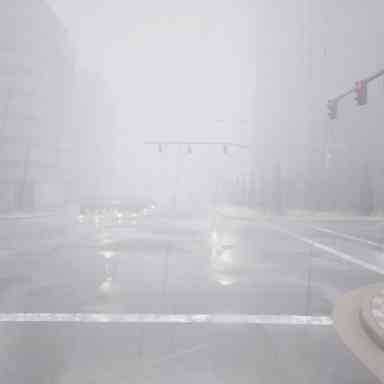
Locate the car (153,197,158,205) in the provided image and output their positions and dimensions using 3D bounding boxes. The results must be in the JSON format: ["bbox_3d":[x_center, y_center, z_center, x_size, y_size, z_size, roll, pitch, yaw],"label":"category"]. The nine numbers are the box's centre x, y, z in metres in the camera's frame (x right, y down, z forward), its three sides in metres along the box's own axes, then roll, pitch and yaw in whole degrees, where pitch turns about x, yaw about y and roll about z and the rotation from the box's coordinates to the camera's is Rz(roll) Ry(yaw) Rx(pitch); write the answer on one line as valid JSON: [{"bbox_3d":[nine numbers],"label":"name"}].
[{"bbox_3d":[-7.041,1.564,56.913,1.994,1.385,4.181,0,0,0],"label":"car"}]

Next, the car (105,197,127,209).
[{"bbox_3d":[-10.563,1.478,46.405,1.882,1.535,5.008,0,0,0],"label":"car"}]

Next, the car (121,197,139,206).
[{"bbox_3d":[-10.541,1.547,56.738,2.033,1.411,5.357,0,0,0],"label":"car"}]

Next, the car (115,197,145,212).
[{"bbox_3d":[-7.072,1.352,38.049,2.097,1.767,4.553,0,0,0],"label":"car"}]

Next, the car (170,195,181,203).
[{"bbox_3d":[-3.450,1.505,66.646,1.837,1.490,4.892,0,0,0],"label":"car"}]

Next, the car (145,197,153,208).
[{"bbox_3d":[-7.060,1.526,47.033,1.812,1.442,4.674,0,0,-1],"label":"car"}]

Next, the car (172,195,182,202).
[{"bbox_3d":[-3.443,1.494,75.974,2.128,1.511,4.902,0,0,0],"label":"car"}]

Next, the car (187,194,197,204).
[{"bbox_3d":[0.049,1.547,66.074,2.033,1.411,5.357,0,0,0],"label":"car"}]

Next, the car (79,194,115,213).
[{"bbox_3d":[-10.572,1.221,36.703,2.150,2.045,5.566,0,0,0],"label":"car"}]
